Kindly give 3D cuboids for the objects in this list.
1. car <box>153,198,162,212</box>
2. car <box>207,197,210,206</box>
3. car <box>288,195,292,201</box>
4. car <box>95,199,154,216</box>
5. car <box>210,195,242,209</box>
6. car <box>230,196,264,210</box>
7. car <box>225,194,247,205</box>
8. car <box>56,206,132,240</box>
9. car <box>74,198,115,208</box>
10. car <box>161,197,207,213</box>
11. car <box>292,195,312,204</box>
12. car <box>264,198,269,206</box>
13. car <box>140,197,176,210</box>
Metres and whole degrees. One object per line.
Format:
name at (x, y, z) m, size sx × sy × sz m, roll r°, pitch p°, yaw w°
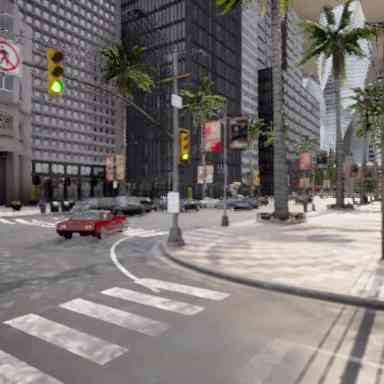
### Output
car at (-3.590, 1.536, 39.384) m, size 2.033 × 1.411 × 5.357 m, roll 0°, pitch 0°, yaw 35°
car at (1.960, 1.518, 47.407) m, size 1.812 × 1.442 × 4.674 m, roll 0°, pitch 0°, yaw 34°
car at (24.580, 1.488, 86.082) m, size 2.231 × 1.521 × 4.892 m, roll 0°, pitch 0°, yaw 34°
car at (-5.923, 1.589, 29.834) m, size 1.895 × 1.301 × 4.718 m, roll 0°, pitch 0°, yaw 35°
car at (4.823, 1.522, 45.394) m, size 1.812 × 1.442 × 4.674 m, roll 0°, pitch 0°, yaw 35°
car at (7.000, 1.563, 42.043) m, size 1.994 × 1.385 × 4.181 m, roll 0°, pitch 0°, yaw 35°
car at (8.155, 1.350, 61.728) m, size 2.185 × 1.767 × 4.553 m, roll 0°, pitch 0°, yaw 34°
car at (-4.827, 1.593, 16.905) m, size 1.895 × 1.301 × 4.718 m, roll 0°, pitch 0°, yaw 7°
car at (-8.965, 1.337, 31.589) m, size 2.097 × 1.767 × 4.553 m, roll 0°, pitch 0°, yaw 35°
car at (-0.773, 1.484, 37.298) m, size 2.128 × 1.511 × 4.902 m, roll 0°, pitch 0°, yaw 35°
car at (21.111, 1.360, 62.710) m, size 2.097 × 1.767 × 4.553 m, roll 0°, pitch 0°, yaw 34°
car at (10.658, 1.547, 53.796) m, size 2.033 × 1.411 × 5.357 m, roll 0°, pitch 0°, yaw 35°
car at (-4.356, 1.500, 43.715) m, size 2.161 × 1.482 × 4.786 m, roll 0°, pitch 0°, yaw 34°
